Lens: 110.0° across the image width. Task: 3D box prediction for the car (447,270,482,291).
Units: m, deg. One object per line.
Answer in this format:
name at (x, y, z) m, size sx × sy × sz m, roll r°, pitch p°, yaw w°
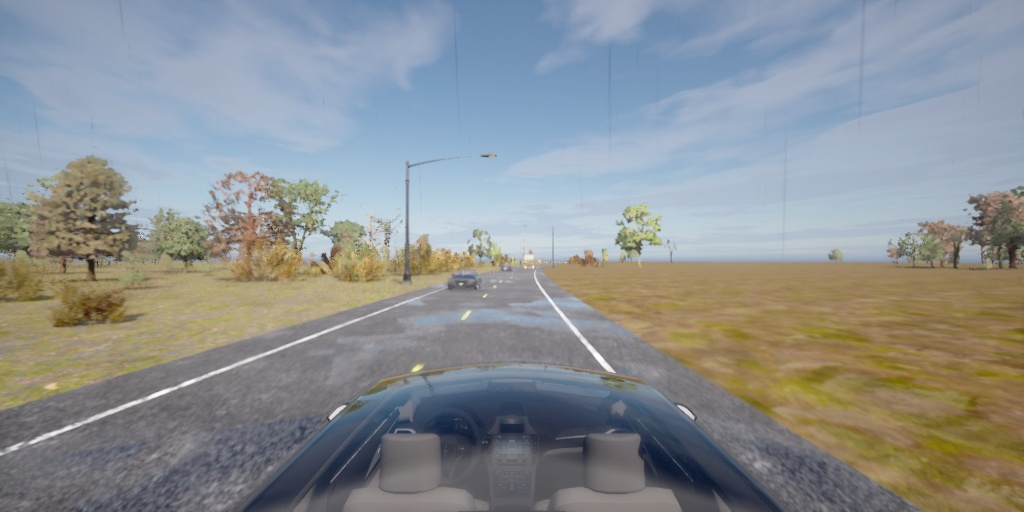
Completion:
car at (-3.235, 1.643, 25.194) m, size 1.994 × 1.385 × 4.181 m, roll 0°, pitch -1°, yaw 2°
